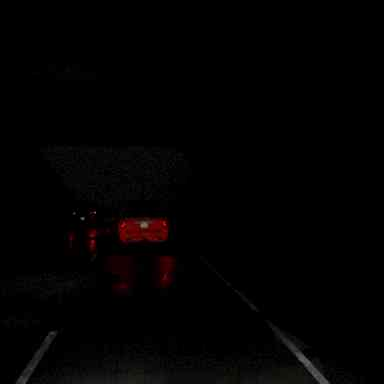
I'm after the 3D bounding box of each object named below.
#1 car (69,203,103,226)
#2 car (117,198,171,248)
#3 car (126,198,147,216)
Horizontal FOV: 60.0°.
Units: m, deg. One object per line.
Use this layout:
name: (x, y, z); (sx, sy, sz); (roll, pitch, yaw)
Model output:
car: (-7.220, 1.447, 22.866); (1.812, 1.442, 4.674); (0, 0, -11)
car: (-2.180, 1.289, 14.756); (2.097, 1.767, 4.553); (0, 0, -10)
car: (-5.330, 1.348, 31.646); (1.882, 1.535, 5.008); (0, 0, -11)
